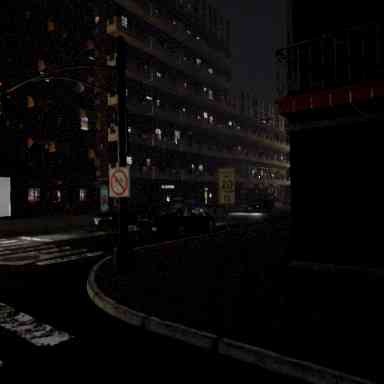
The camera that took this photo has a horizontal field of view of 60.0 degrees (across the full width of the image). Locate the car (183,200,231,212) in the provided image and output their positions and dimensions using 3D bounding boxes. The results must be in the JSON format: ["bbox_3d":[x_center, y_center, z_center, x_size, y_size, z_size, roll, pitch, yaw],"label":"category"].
[{"bbox_3d":[1.404,1.574,28.608,1.895,1.301,4.718,-1,-1,36],"label":"car"}]

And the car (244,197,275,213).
[{"bbox_3d":[7.458,1.478,37.012,1.812,1.442,4.674,-1,-1,36],"label":"car"}]

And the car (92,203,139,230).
[{"bbox_3d":[-4.063,1.486,21.028,2.128,1.511,4.902,-1,-1,35],"label":"car"}]

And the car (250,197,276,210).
[{"bbox_3d":[9.428,1.431,43.993,1.967,1.590,4.097,-1,-1,36],"label":"car"}]

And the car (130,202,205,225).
[{"bbox_3d":[-1.302,1.496,19.891,1.994,1.385,4.181,-1,-1,36],"label":"car"}]

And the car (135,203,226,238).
[{"bbox_3d":[-0.433,1.435,16.780,2.008,1.369,4.403,-1,-1,36],"label":"car"}]

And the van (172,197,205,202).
[{"bbox_3d":[-0.330,1.365,30.425,1.690,1.788,3.998,-1,-1,36],"label":"van"}]

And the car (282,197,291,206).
[{"bbox_3d":[15.835,1.496,52.899,1.752,1.417,4.829,-1,-1,36],"label":"car"}]
